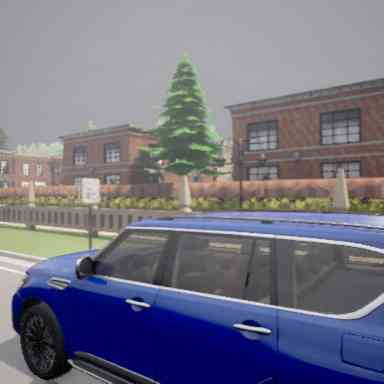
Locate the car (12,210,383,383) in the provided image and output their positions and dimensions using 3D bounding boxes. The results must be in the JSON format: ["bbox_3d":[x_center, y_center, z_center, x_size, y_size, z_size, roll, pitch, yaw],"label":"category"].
[{"bbox_3d":[0.191,1.236,3.855,5.566,2.045,2.150,0,0,35],"label":"car"}]
